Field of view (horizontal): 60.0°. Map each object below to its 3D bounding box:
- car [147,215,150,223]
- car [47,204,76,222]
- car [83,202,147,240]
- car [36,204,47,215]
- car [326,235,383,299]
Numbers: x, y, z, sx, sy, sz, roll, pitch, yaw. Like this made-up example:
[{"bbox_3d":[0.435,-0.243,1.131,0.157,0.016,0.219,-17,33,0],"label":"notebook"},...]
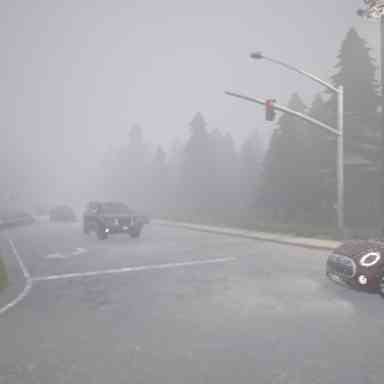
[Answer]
[{"bbox_3d":[-5.476,2.096,27.584,2.033,1.411,5.357,1,-1,-37],"label":"car"},{"bbox_3d":[-12.688,2.143,32.657,1.837,1.490,4.892,1,-1,-31],"label":"car"},{"bbox_3d":[-4.903,1.609,19.792,2.150,2.045,5.566,1,-2,-31],"label":"car"},{"bbox_3d":[-20.663,2.432,46.620,2.128,1.511,4.902,1,-1,-29],"label":"car"},{"bbox_3d":[5.756,1.517,8.140,4.553,1.767,2.097,0,-2,-2],"label":"car"}]
